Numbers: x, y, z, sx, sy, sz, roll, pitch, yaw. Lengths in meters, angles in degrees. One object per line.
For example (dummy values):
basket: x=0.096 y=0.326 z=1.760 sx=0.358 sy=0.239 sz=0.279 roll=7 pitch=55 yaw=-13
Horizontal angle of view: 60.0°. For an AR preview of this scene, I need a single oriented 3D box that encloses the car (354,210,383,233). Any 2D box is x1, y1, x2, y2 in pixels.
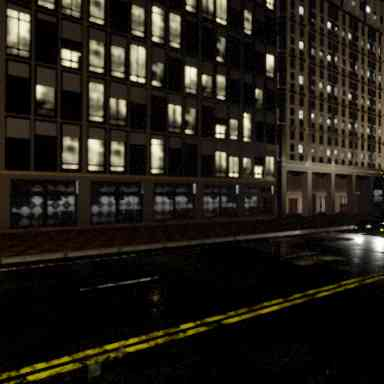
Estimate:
car: x=11.522 y=1.767 z=19.785 sx=4.181 sy=1.385 sz=1.994 roll=1 pitch=0 yaw=-35
